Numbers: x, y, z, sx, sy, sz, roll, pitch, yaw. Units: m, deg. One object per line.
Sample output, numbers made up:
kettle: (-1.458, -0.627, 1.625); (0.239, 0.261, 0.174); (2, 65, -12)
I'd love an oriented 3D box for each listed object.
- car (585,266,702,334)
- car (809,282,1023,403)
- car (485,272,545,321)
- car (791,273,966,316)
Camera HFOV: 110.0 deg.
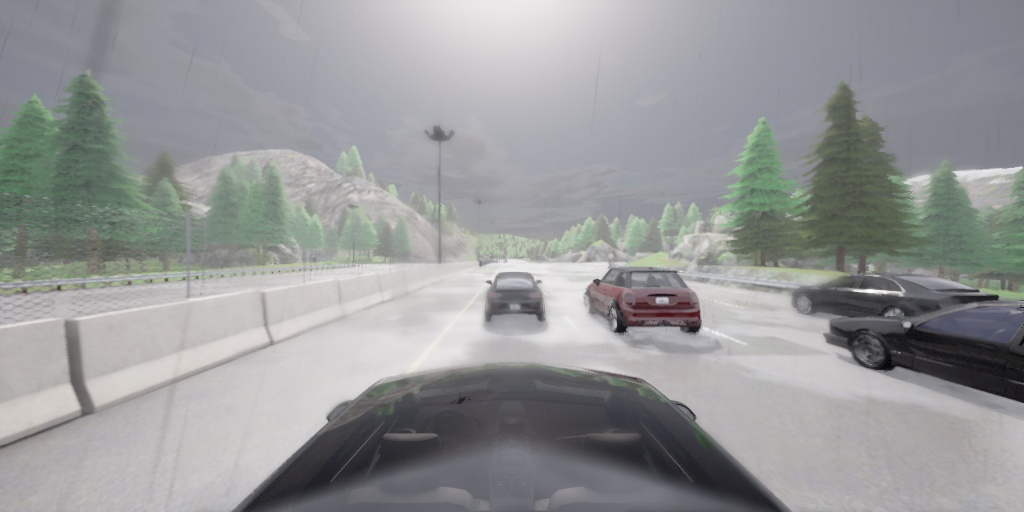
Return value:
car: (3.601, 1.081, 10.707); (2.097, 1.767, 4.553); (0, 0, 0)
car: (7.101, 1.291, 4.599); (2.033, 1.411, 5.357); (0, 0, 0)
car: (0.087, 1.251, 12.246); (1.812, 1.442, 4.674); (0, 0, 0)
car: (10.600, 1.234, 10.437); (1.837, 1.490, 4.892); (0, 0, 0)
